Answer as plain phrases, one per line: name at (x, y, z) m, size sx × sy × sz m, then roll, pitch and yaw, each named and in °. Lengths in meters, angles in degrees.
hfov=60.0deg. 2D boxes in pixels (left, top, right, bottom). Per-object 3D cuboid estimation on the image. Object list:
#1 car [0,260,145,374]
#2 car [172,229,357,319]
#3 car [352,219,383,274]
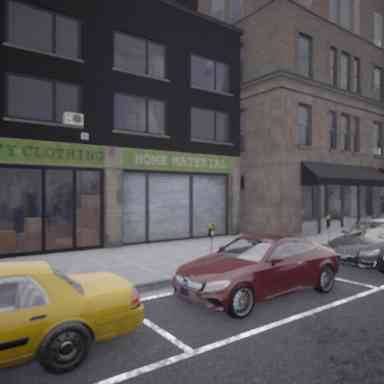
car at (-2.979, 1.525, 4.063) m, size 4.829 × 1.417 × 1.752 m, roll 0°, pitch 0°, yaw -36°
car at (1.564, 1.586, 7.307) m, size 4.206 × 1.307 × 1.802 m, roll 0°, pitch 0°, yaw -36°
car at (5.970, 1.558, 10.452) m, size 4.403 × 1.369 × 2.008 m, roll 0°, pitch 0°, yaw -36°
